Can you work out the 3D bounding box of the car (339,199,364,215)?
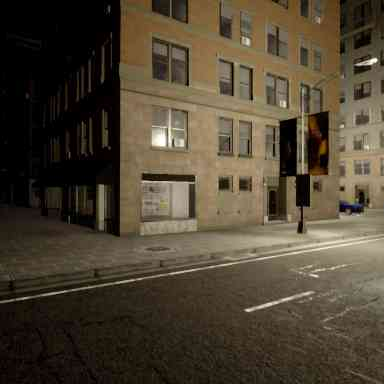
[{"bbox_3d":[14.939,1.463,34.038,1.882,1.535,5.008,0,0,-35],"label":"car"}]
